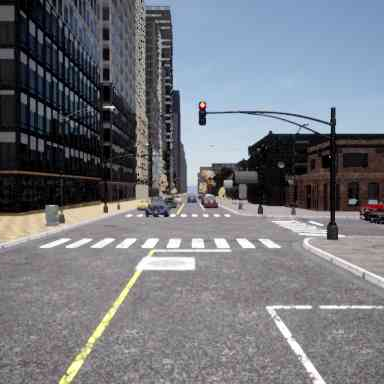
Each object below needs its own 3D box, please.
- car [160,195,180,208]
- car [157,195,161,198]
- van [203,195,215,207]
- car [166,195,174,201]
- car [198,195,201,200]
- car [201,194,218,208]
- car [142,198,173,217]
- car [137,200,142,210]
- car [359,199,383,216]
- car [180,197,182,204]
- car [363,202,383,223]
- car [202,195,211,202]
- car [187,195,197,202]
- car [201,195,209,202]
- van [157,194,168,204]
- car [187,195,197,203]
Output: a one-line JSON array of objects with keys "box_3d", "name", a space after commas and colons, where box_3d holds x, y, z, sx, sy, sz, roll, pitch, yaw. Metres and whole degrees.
[{"box_3d": [-3.087, 1.493, 46.638, 1.837, 1.490, 4.892, 0, 0, 0], "name": "car"}, {"box_3d": [-5.658, 1.554, 47.569, 1.947, 1.339, 4.313, -1, 0, 0], "name": "car"}, {"box_3d": [2.687, 1.328, 53.157, 1.690, 1.788, 3.998, -1, 0, 0], "name": "van"}, {"box_3d": [-5.650, 1.507, 86.909, 1.752, 1.417, 4.829, -1, 0, 0], "name": "car"}, {"box_3d": [2.687, 1.301, 58.801, 2.192, 1.841, 5.009, -1, 0, 0], "name": "car"}, {"box_3d": [2.687, 1.428, 47.513, 1.967, 1.590, 4.097, -1, 0, 0], "name": "car"}, {"box_3d": [-3.093, 1.555, 30.601, 1.994, 1.385, 4.181, 0, 0, 0], "name": "car"}, {"box_3d": [-5.831, 1.514, 41.756, 1.752, 1.417, 4.829, -1, 0, 0], "name": "car"}, {"box_3d": [16.532, 1.414, 27.221, 5.009, 1.841, 2.192, 1, 0, 1], "name": "car"}, {"box_3d": [-3.049, 1.336, 61.753, 2.097, 1.767, 4.553, 0, 0, 0], "name": "car"}, {"box_3d": [16.042, 1.683, 24.637, 5.357, 1.411, 2.033, 1, 1, 1], "name": "car"}, {"box_3d": [3.162, 1.487, 73.421, 1.837, 1.490, 4.892, 0, 0, 0], "name": "car"}, {"box_3d": [0.017, 1.428, 78.857, 2.128, 1.511, 4.902, 0, 0, 0], "name": "car"}, {"box_3d": [3.163, 1.486, 80.422, 1.837, 1.490, 4.892, 0, 0, 0], "name": "car"}, {"box_3d": [-5.658, 1.325, 64.502, 1.690, 1.788, 3.998, -1, 0, 0], "name": "van"}, {"box_3d": [0.015, 1.338, 70.043, 2.097, 1.767, 4.553, 0, 0, 0], "name": "car"}]
